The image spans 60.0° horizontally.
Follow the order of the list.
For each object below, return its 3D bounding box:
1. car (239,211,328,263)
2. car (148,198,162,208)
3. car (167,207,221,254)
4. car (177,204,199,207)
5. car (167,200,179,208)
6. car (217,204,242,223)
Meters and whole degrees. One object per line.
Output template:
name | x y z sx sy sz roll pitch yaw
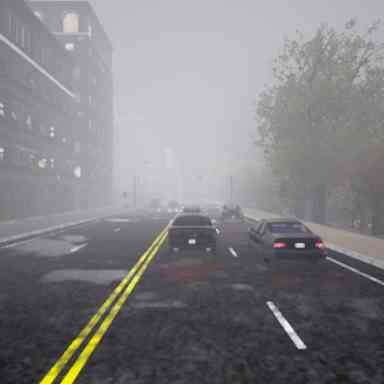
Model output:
car | 3.258 1.674 12.509 2.033 1.411 5.357 0 -1 0
car | -6.531 1.964 59.616 2.097 1.767 4.553 0 0 0
car | 0.025 1.621 14.234 1.882 1.535 5.008 0 0 0
car | 0.018 1.852 28.549 1.994 1.385 4.181 0 -1 0
car | -3.284 2.177 59.546 1.994 1.385 4.181 0 -1 0
car | 3.266 1.780 28.490 2.128 1.511 4.902 0 0 0
